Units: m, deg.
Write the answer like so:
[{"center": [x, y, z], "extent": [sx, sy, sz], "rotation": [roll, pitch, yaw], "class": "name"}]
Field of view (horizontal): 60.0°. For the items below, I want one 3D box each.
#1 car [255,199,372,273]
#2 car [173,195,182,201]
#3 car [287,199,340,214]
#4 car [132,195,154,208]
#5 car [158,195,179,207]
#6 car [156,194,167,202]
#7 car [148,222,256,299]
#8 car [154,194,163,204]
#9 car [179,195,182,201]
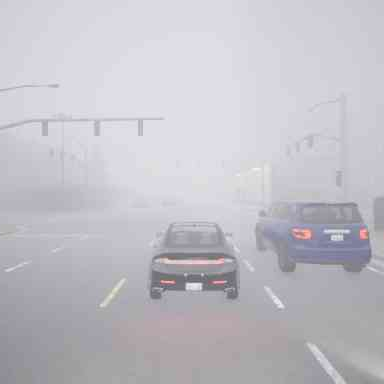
[{"center": [3.567, 1.221, 10.862], "extent": [2.150, 2.045, 5.566], "rotation": [0, 0, 0], "class": "car"}, {"center": [-3.533, 1.528, 81.454], "extent": [2.033, 1.411, 5.357], "rotation": [0, 0, 0], "class": "car"}, {"center": [12.963, 1.547, 35.773], "extent": [4.902, 1.511, 2.128], "rotation": [0, 0, 3], "class": "car"}, {"center": [-7.164, 1.353, 47.292], "extent": [2.097, 1.767, 4.553], "rotation": [0, 0, 2], "class": "car"}, {"center": [-3.608, 1.547, 51.909], "extent": [2.033, 1.411, 5.357], "rotation": [0, 0, 0], "class": "car"}, {"center": [-7.031, 1.355, 76.264], "extent": [2.097, 1.767, 4.553], "rotation": [0, 0, 0], "class": "car"}, {"center": [0.053, 1.492, 8.417], "extent": [2.128, 1.511, 4.902], "rotation": [0, 0, 0], "class": "car"}, {"center": [-7.090, 1.351, 61.373], "extent": [2.097, 1.767, 4.553], "rotation": [0, 0, 0], "class": "car"}, {"center": [-3.561, 1.506, 66.409], "extent": [1.837, 1.490, 4.892], "rotation": [0, 0, 0], "class": "car"}]
